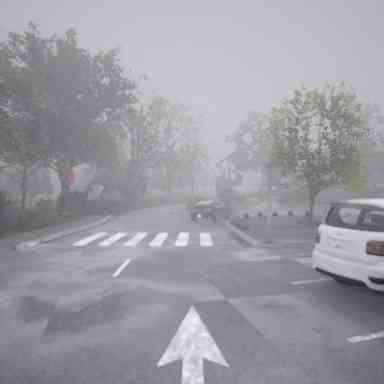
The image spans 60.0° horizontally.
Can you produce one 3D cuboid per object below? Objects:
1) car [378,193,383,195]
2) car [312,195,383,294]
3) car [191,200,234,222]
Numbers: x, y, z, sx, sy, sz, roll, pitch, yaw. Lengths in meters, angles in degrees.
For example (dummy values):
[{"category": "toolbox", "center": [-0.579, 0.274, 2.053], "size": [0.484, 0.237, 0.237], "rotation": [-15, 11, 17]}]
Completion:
[{"category": "car", "center": [20.982, 1.226, 40.510], "size": [2.163, 1.488, 4.792], "rotation": [0, 0, -21]}, {"category": "car", "center": [5.395, 1.178, 7.466], "size": [5.566, 2.045, 2.435], "rotation": [1, 0, -20]}, {"category": "car", "center": [1.531, 1.325, 24.345], "size": [1.837, 1.490, 4.892], "rotation": [-2, -1, 25]}]
